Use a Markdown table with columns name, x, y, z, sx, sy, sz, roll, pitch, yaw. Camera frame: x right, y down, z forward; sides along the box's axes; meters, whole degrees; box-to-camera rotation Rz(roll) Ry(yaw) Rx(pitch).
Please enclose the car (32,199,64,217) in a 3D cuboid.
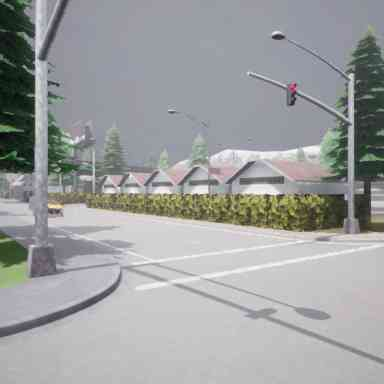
| name | x | y | z | sx | sy | sz | roll | pitch | yaw |
| --- | --- | --- | --- | --- | --- | --- | --- | --- | --- |
| car | -13.266 | 1.428 | 30.501 | 1.882 | 1.535 | 5.008 | 0 | 0 | -36 |
